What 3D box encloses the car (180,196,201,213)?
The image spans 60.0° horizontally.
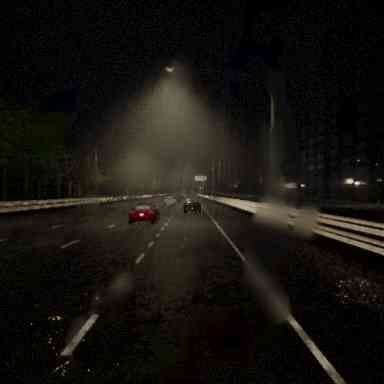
[{"bbox_3d":[0.035,1.507,37.853,2.128,1.511,4.902,0,0,0],"label":"car"}]

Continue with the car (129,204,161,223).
[{"bbox_3d":[-3.528,1.562,25.216,1.994,1.385,4.181,0,0,0],"label":"car"}]

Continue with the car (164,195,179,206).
[{"bbox_3d":[-3.646,1.567,55.200,1.812,1.442,4.674,0,0,0],"label":"car"}]

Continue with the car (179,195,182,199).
[{"bbox_3d":[-3.764,1.628,73.785,2.033,1.411,5.357,0,0,0],"label":"car"}]
